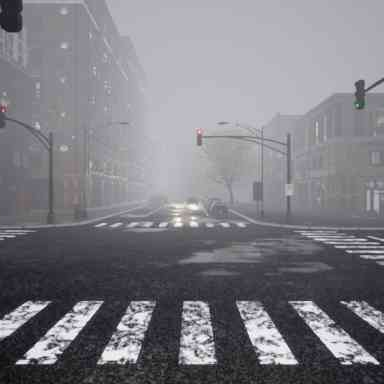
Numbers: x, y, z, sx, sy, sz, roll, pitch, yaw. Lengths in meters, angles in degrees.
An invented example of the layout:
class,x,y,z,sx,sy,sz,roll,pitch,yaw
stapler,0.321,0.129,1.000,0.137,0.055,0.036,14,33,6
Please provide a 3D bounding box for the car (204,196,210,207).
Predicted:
class,x,y,z,sx,sy,sz,roll,pitch,yaw
car,2.731,1.479,39.323,1.967,1.590,4.097,0,0,0

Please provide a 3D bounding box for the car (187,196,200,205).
class,x,y,z,sx,sy,sz,roll,pitch,yaw
car,0.065,1.556,60.401,1.882,1.535,5.008,0,0,0

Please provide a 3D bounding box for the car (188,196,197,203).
class,x,y,z,sx,sy,sz,roll,pitch,yaw
car,0.075,1.540,70.818,1.812,1.442,4.674,0,0,0

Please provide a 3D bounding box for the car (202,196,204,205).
class,x,y,z,sx,sy,sz,roll,pitch,yaw
car,2.737,1.488,45.019,1.967,1.590,4.097,0,0,0

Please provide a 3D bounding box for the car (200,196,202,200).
class,x,y,z,sx,sy,sz,roll,pitch,yaw
car,2.755,1.633,62.109,2.008,1.369,4.403,0,0,0

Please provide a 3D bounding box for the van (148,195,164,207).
class,x,y,z,sx,sy,sz,roll,pitch,yaw
van,-5.638,1.399,50.726,1.690,1.788,3.998,0,0,0

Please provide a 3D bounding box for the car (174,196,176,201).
class,x,y,z,sx,sy,sz,roll,pitch,yaw
car,-5.597,1.687,90.434,1.752,1.417,4.829,0,0,0

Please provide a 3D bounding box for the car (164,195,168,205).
class,x,y,z,sx,sy,sz,roll,pitch,yaw
car,-5.632,1.651,56.423,1.802,1.307,4.206,0,0,0

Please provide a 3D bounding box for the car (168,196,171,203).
class,x,y,z,sx,sy,sz,roll,pitch,yaw
car,-5.626,1.397,62.120,2.192,1.841,5.009,0,0,0

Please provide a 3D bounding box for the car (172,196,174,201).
class,x,y,z,sx,sy,sz,roll,pitch,yaw
car,-5.614,1.663,73.513,2.008,1.369,4.403,0,0,0

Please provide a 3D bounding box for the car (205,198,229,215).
class,x,y,z,sx,sy,sz,roll,pitch,yaw
car,2.725,1.580,33.625,2.008,1.369,4.403,0,0,0

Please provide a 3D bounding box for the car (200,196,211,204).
class,x,y,z,sx,sy,sz,roll,pitch,yaw
car,2.760,1.537,67.806,1.967,1.590,4.097,0,0,0
